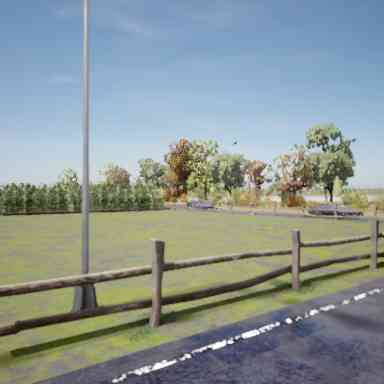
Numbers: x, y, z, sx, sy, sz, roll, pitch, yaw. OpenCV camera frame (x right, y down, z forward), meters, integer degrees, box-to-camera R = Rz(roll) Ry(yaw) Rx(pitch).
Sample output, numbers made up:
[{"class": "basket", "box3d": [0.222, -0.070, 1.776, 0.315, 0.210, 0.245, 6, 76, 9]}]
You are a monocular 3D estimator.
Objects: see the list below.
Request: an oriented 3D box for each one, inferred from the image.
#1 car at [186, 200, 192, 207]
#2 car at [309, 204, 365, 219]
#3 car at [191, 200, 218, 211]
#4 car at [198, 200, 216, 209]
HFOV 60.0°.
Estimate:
[{"class": "car", "box3d": [0.108, 2.386, 70.219, 2.128, 1.511, 4.902, 0, -1, -16]}, {"class": "car", "box3d": [14.660, 1.944, 34.015, 2.033, 1.411, 5.357, 0, -1, -35]}, {"class": "car", "box3d": [2.329, 2.261, 53.960, 2.033, 1.411, 5.357, 0, -1, -24]}, {"class": "car", "box3d": [2.753, 2.309, 60.937, 1.812, 1.442, 4.674, 0, -1, -17]}]
